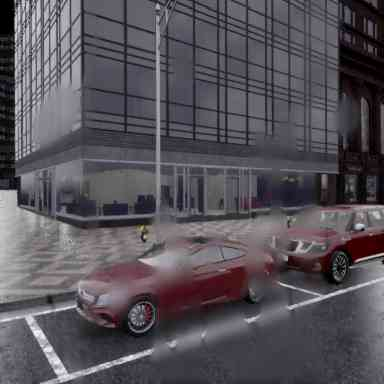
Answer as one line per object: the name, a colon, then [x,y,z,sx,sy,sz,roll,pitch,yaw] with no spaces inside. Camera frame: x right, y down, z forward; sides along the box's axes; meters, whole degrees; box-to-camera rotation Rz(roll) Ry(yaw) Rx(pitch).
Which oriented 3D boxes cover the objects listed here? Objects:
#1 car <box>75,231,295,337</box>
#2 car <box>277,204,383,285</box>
car: [-0.099,1.582,6.575,4.206,1.307,1.802,0,0,-35]
car: [4.322,1.315,9.721,5.009,1.841,2.192,0,0,-35]
